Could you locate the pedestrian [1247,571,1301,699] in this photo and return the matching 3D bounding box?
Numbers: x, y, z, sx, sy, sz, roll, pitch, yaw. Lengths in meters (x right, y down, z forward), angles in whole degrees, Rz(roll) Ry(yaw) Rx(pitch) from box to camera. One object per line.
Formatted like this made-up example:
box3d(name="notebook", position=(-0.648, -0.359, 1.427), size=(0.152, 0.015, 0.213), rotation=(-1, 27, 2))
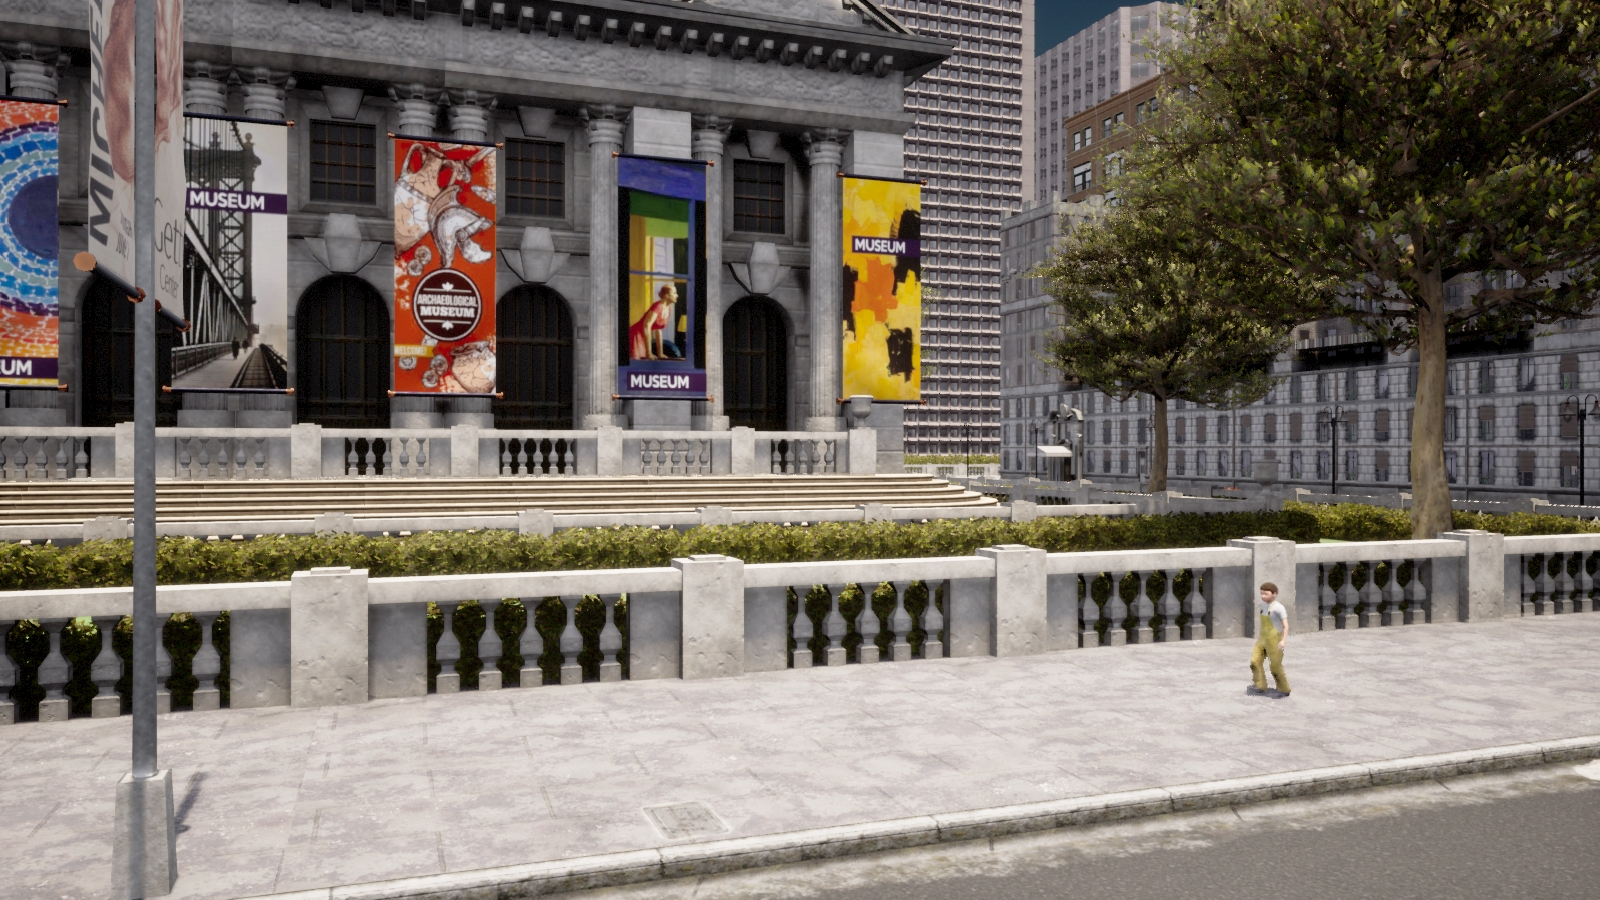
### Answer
box3d(name="pedestrian", position=(5.100, 1.980, 12.297), size=(0.375, 1.300, 0.375), rotation=(0, 0, -20))
